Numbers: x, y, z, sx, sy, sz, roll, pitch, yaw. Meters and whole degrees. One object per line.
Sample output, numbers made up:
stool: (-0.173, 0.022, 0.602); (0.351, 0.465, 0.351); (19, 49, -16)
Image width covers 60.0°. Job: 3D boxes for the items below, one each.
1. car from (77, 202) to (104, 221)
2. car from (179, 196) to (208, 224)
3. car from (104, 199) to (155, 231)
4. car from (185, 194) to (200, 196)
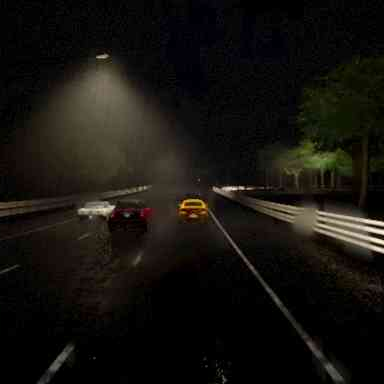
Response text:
car: (-6.918, 1.383, 24.937); (1.895, 1.301, 4.718); (0, 1, 0)
car: (0.083, 1.292, 23.390); (1.882, 1.535, 5.008); (0, 1, 0)
car: (-3.414, 1.231, 19.596); (2.097, 1.767, 4.553); (0, 1, 0)
car: (0.072, 0.877, 40.841); (1.994, 1.385, 4.181); (0, 2, 0)
